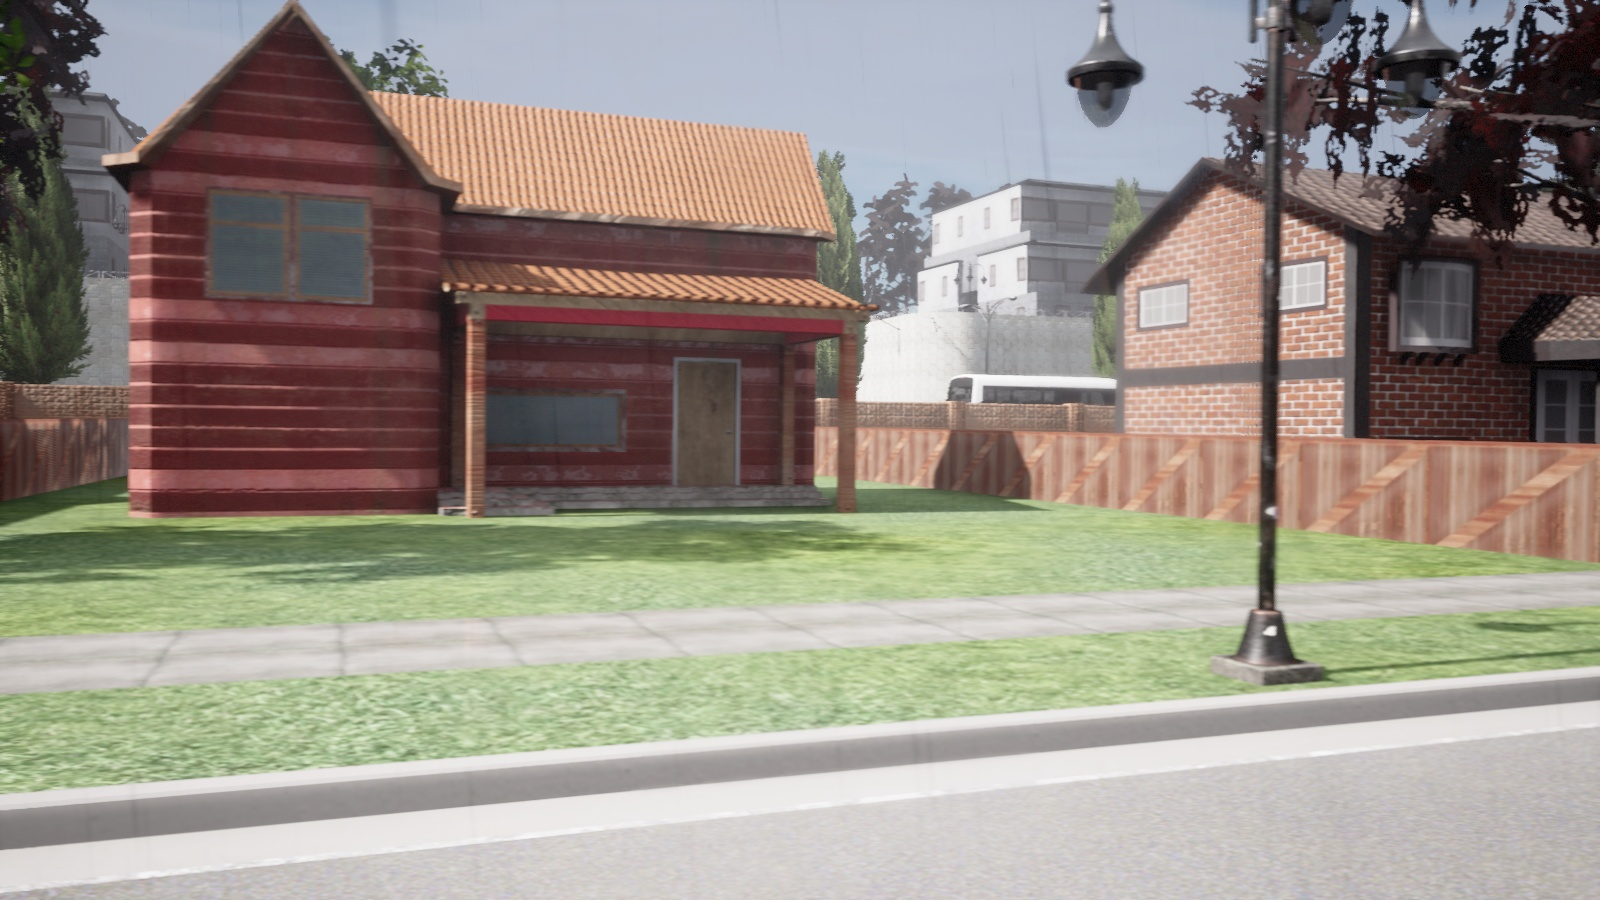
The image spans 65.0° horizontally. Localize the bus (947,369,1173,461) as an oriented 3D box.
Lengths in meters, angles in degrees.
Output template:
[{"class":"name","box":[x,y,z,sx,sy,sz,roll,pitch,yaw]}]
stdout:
[{"class":"bus","box":[12.762,-1.719,61.584,10.273,4.253,3.944,-1,1,-20]}]
